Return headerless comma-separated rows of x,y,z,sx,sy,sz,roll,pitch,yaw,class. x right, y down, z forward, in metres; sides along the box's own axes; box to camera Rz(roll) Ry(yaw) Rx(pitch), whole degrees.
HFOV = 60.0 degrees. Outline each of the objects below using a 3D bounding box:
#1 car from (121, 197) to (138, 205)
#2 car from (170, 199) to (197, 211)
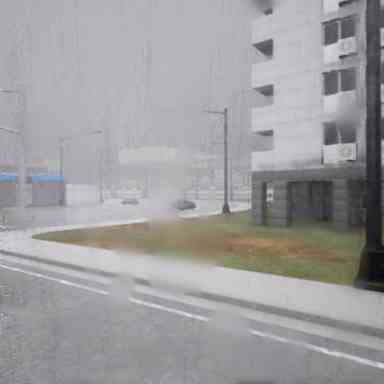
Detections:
-10.675,1.600,57.318,1.994,1.385,4.181,0,0,8,car
-1.009,1.580,40.605,1.994,1.385,4.181,0,0,24,car
